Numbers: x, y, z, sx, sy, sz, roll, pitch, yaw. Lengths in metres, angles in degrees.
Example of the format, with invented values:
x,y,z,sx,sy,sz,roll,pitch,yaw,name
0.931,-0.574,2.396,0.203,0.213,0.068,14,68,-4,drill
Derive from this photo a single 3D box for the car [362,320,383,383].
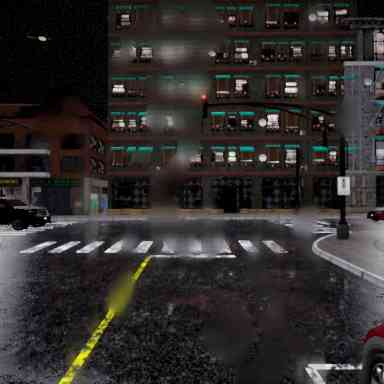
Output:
x,y,z,sx,sy,sz,roll,pitch,yaw,name
2.753,1.441,1.902,1.967,1.590,4.097,1,0,0,car

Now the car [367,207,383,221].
x,y,z,sx,sy,sz,roll,pitch,yaw,name
14.797,1.450,23.615,4.181,1.385,1.994,-1,-1,1,car

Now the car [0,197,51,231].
x,y,z,sx,sy,sz,roll,pitch,yaw,name
-11.660,1.287,20.484,5.566,2.045,2.150,-1,-1,6,car
